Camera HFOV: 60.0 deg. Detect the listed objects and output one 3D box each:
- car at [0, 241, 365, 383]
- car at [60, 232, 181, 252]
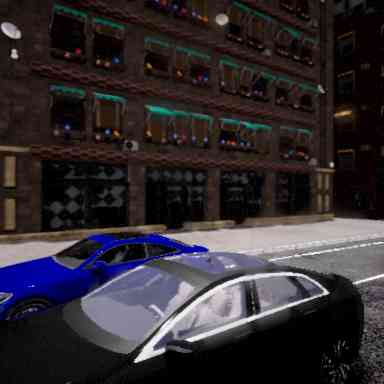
[{"bbox_3d":[-0.018,1.515,3.673,4.902,1.511,2.128,1,0,-35],"label":"car"},{"bbox_3d":[-1.608,1.553,6.530,4.674,1.442,1.812,1,0,-35],"label":"car"}]
